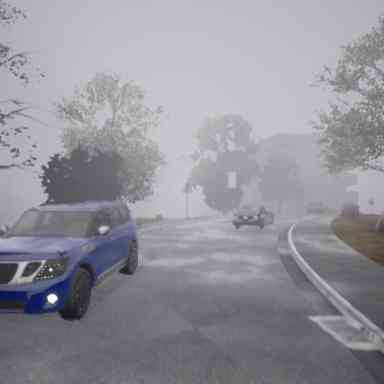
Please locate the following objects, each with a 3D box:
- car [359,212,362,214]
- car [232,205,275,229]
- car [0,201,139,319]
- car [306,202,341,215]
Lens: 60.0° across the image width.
[{"bbox_3d":[22.470,3.160,47.623,4.674,1.442,1.812,5,-6,-30],"label":"car"},{"bbox_3d":[4.176,1.571,22.018,2.033,1.411,5.357,-2,-1,24],"label":"car"},{"bbox_3d":[-2.852,1.263,7.859,2.150,2.045,5.566,0,0,6],"label":"car"},{"bbox_3d":[14.515,1.868,37.133,2.128,1.511,4.902,-4,-7,44],"label":"car"}]
